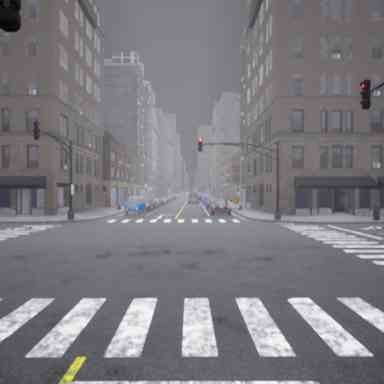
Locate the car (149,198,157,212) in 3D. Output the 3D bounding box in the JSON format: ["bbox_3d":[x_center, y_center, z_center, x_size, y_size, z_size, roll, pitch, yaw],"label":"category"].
[{"bbox_3d":[-5.704,1.464,39.265,1.967,1.590,4.097,0,0,0],"label":"car"}]

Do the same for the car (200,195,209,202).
[{"bbox_3d":[2.983,1.479,78.918,1.967,1.590,4.097,0,0,0],"label":"car"}]

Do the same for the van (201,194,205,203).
[{"bbox_3d":[2.891,1.374,56.241,1.690,1.788,3.998,0,0,0],"label":"van"}]

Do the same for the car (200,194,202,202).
[{"bbox_3d":[2.915,1.561,62.080,1.752,1.417,4.829,0,0,0],"label":"car"}]

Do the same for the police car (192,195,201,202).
[{"bbox_3d":[1.115,1.464,79.662,1.930,1.638,5.238,0,0,-1],"label":"police car"}]

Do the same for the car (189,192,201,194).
[{"bbox_3d":[0.292,1.078,73.169,2.150,2.045,5.566,0,0,0],"label":"car"}]

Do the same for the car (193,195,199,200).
[{"bbox_3d":[1.168,1.546,95.567,1.837,1.490,4.892,0,0,0],"label":"car"}]

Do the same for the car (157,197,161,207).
[{"bbox_3d":[-5.681,1.593,44.933,1.947,1.339,4.313,0,0,0],"label":"car"}]

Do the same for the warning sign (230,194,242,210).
[{"bbox_3d":[5.224,1.139,39.549,1.300,1.860,1.060,0,0,0],"label":"warning sign"}]

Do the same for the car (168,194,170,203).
[{"bbox_3d":[-5.612,1.560,61.768,1.752,1.417,4.829,0,0,0],"label":"car"}]

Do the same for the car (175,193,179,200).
[{"bbox_3d":[-5.497,1.355,90.280,2.192,1.841,5.009,0,0,0],"label":"car"}]

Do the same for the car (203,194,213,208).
[{"bbox_3d":[2.845,1.467,44.902,1.967,1.590,4.097,0,0,0],"label":"car"}]

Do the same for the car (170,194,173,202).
[{"bbox_3d":[-5.588,1.603,67.606,1.947,1.339,4.313,0,0,0],"label":"car"}]

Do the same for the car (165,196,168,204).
[{"bbox_3d":[-5.635,1.599,56.270,1.947,1.339,4.313,0,0,0],"label":"car"}]

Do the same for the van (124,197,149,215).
[{"bbox_3d":[-5.727,1.361,33.597,1.690,1.788,3.998,0,0,0],"label":"van"}]

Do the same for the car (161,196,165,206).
[{"bbox_3d":[-5.658,1.612,50.602,1.802,1.307,4.206,0,0,0],"label":"car"}]

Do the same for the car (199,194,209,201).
[{"bbox_3d":[3.006,1.355,84.587,2.192,1.841,5.009,0,0,0],"label":"car"}]

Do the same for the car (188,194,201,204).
[{"bbox_3d":[0.252,1.600,63.135,1.994,1.385,4.181,0,0,0],"label":"car"}]

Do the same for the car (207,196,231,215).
[{"bbox_3d":[2.799,1.460,33.564,1.967,1.590,4.097,0,0,0],"label":"car"}]
